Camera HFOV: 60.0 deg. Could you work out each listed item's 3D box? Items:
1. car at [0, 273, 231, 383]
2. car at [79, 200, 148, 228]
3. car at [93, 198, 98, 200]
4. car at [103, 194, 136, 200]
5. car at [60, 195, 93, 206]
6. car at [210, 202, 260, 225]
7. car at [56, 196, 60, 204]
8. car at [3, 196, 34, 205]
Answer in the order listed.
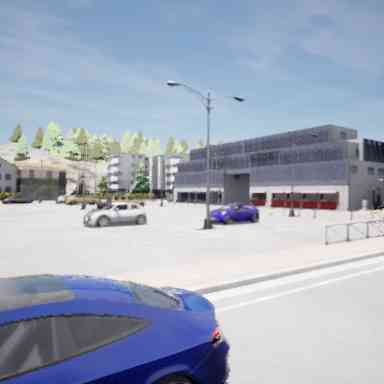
[{"bbox_3d":[-1.751,1.526,2.731,4.674,1.442,1.812,1,0,-35],"label":"car"},{"bbox_3d":[-4.867,1.440,21.286,3.806,1.475,1.970,0,0,-35],"label":"car"},{"bbox_3d":[-9.596,1.182,40.555,3.866,1.878,1.905,0,0,-35],"label":"car"},{"bbox_3d":[-7.596,1.205,38.408,4.605,1.855,1.932,0,0,-35],"label":"car"},{"bbox_3d":[-16.918,1.259,51.048,5.027,1.636,2.152,0,0,-35],"label":"car"},{"bbox_3d":[2.924,1.479,23.088,3.633,1.501,1.845,0,0,-35],"label":"car"},{"bbox_3d":[-20.856,1.335,56.125,3.806,1.475,1.970,0,0,-35],"label":"car"},{"bbox_3d":[-28.733,1.354,55.096,4.514,1.523,2.007,0,0,-35],"label":"car"}]
